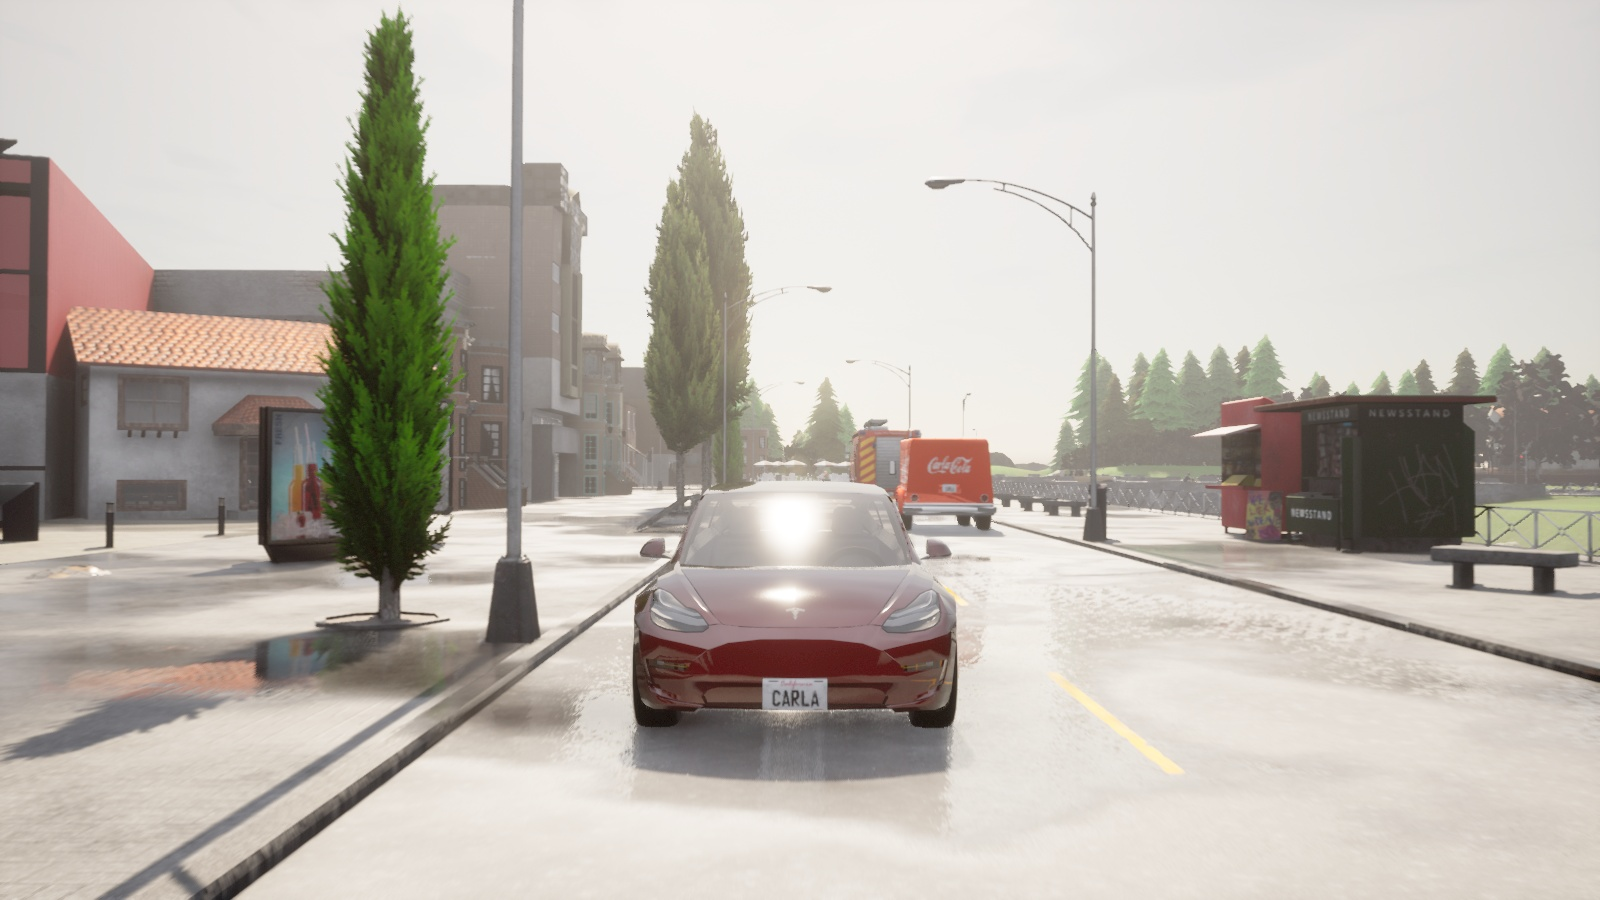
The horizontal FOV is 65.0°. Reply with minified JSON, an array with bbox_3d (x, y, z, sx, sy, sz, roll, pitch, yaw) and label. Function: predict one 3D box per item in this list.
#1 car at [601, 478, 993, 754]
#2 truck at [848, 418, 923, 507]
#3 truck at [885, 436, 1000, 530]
[{"bbox_3d":[-0.025,0.971,9.345,2.163,1.488,4.792,0,-1,0],"label":"car"},{"bbox_3d":[3.844,0.609,58.234,2.891,3.827,8.468,0,-1,0],"label":"truck"},{"bbox_3d":[3.905,0.906,35.452,2.627,2.467,5.204,0,-1,0],"label":"truck"}]
